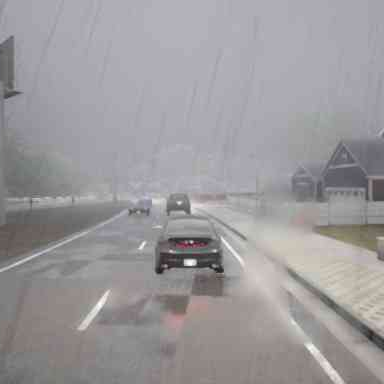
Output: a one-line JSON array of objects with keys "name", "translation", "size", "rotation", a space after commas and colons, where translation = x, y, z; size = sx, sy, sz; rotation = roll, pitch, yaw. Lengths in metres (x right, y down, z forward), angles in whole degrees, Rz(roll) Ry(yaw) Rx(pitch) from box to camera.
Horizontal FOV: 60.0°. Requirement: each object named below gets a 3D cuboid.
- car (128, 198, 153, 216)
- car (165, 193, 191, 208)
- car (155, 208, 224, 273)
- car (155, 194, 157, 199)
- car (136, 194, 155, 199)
[{"name": "car", "translation": [-4.850, 1.491, 31.353], "size": [1.895, 1.301, 4.718], "rotation": [0, 0, -5]}, {"name": "car", "translation": [-1.359, 1.100, 31.765], "size": [2.150, 2.045, 5.566], "rotation": [0, 0, -5]}, {"name": "car", "translation": [-0.114, 1.467, 10.541], "size": [1.837, 1.490, 4.892], "rotation": [0, 0, -2]}, {"name": "car", "translation": [-10.286, 1.111, 86.858], "size": [2.033, 1.411, 5.357], "rotation": [0, 0, -14]}, {"name": "car", "translation": [-6.333, 1.302, 45.550], "size": [1.882, 1.535, 5.008], "rotation": [0, 0, -7]}]
